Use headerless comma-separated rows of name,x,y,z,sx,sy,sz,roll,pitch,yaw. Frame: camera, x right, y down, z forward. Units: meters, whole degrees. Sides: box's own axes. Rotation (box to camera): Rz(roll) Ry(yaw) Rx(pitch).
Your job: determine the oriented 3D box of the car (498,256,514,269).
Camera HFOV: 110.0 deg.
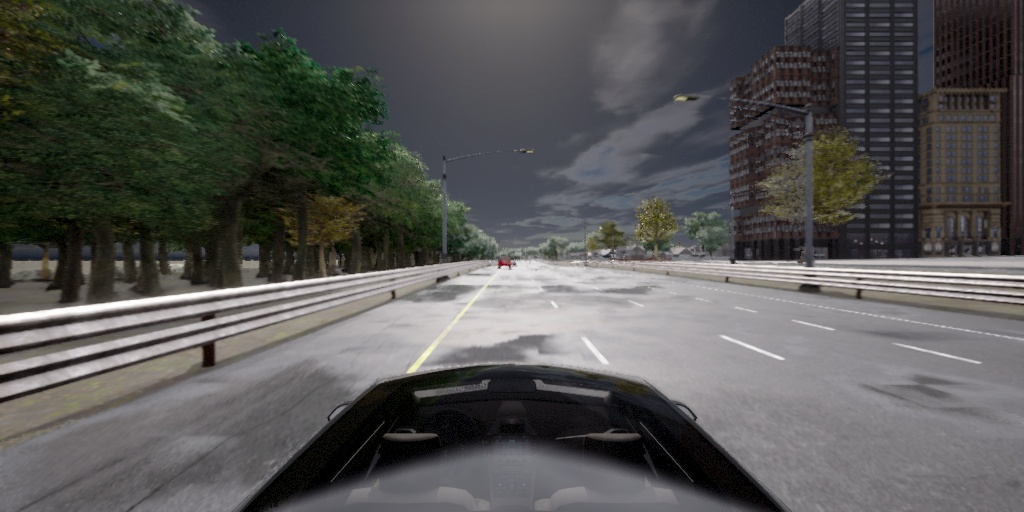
car,-1.224,1.107,60.961,2.150,2.045,5.566,0,-1,0
